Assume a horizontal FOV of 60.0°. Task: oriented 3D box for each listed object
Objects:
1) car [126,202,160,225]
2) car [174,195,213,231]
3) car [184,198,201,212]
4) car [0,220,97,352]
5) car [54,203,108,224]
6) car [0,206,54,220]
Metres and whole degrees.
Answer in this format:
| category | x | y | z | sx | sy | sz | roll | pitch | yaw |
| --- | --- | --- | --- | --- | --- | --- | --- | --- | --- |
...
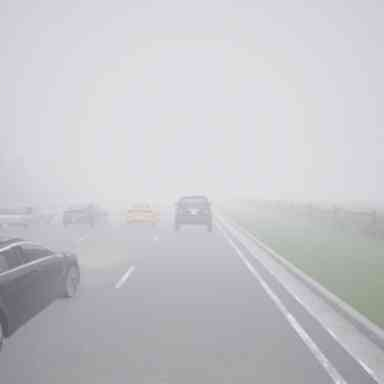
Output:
| category | x | y | z | sx | sy | sz | roll | pitch | yaw |
| --- | --- | --- | --- | --- | --- | --- | --- | --- | --- |
| car | -3.414 | 1.458 | 23.742 | 1.882 | 1.535 | 5.008 | 0 | 0 | 0 |
| car | 0.089 | 1.203 | 20.515 | 2.150 | 2.045 | 5.566 | 0 | 0 | 0 |
| car | 0.077 | 1.469 | 39.634 | 1.837 | 1.490 | 4.892 | 0 | 0 | 0 |
| car | -3.401 | 1.488 | 5.498 | 2.128 | 1.511 | 4.902 | 0 | 0 | 0 |
| car | -6.912 | 1.475 | 21.975 | 2.128 | 1.511 | 4.902 | 0 | 0 | 0 |
| car | -10.412 | 1.587 | 20.850 | 1.895 | 1.301 | 4.718 | 0 | 0 | 0 |
